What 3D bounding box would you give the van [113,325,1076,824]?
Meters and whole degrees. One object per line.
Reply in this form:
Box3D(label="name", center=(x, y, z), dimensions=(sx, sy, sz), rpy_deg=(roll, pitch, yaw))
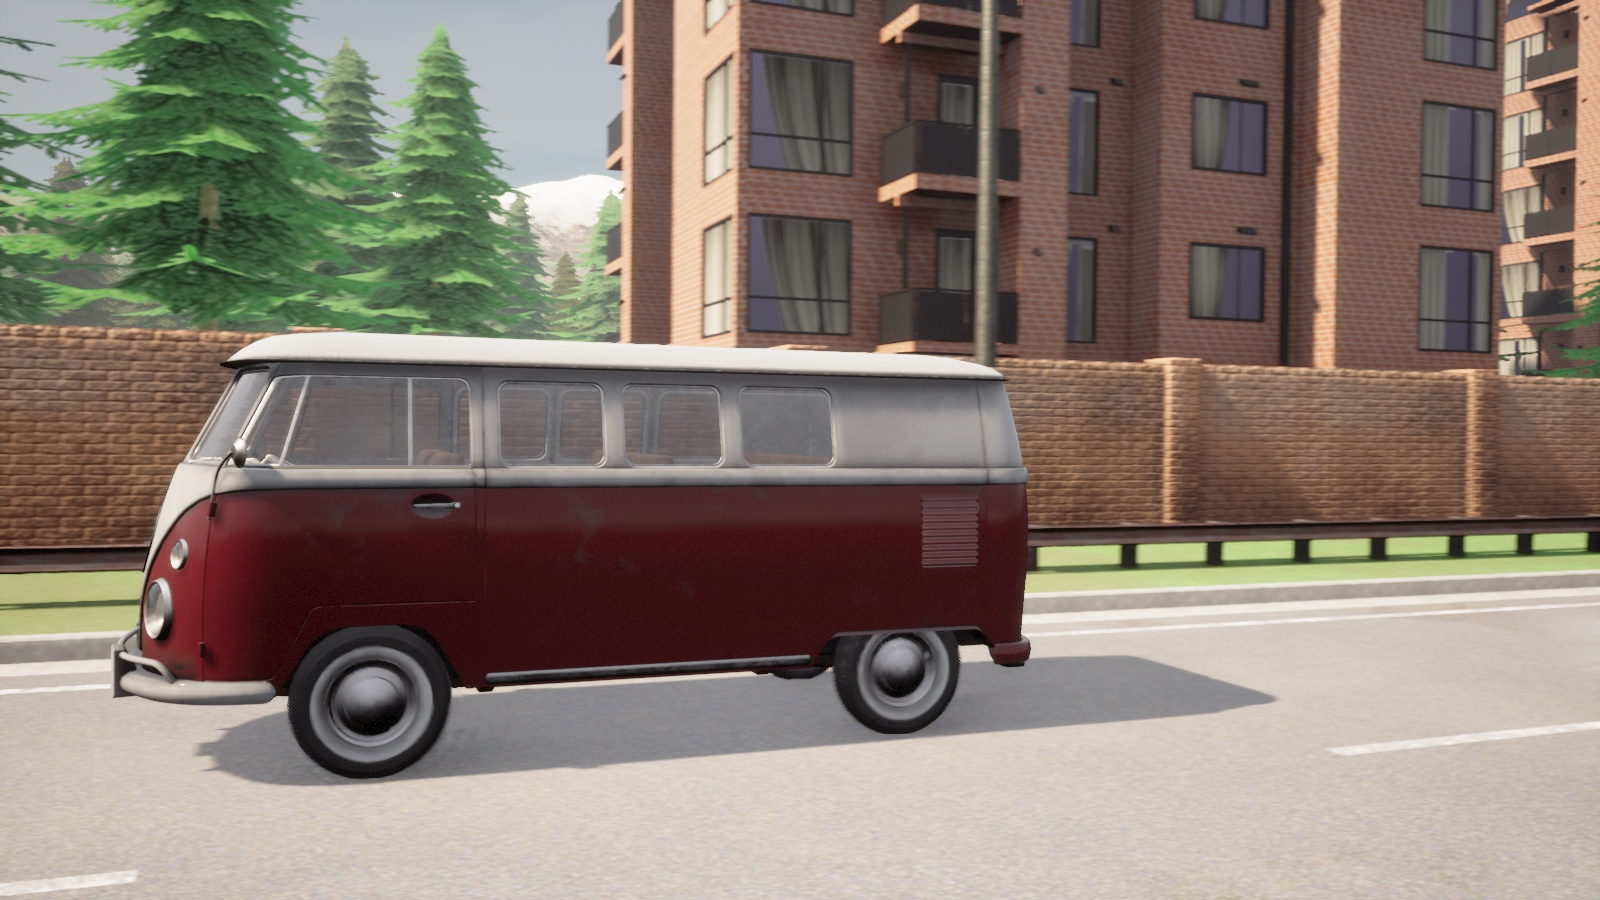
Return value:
Box3D(label="van", center=(-0.955, 0.453, 6.617), dimensions=(4.442, 1.987, 1.775), rpy_deg=(-1, 1, -21))
